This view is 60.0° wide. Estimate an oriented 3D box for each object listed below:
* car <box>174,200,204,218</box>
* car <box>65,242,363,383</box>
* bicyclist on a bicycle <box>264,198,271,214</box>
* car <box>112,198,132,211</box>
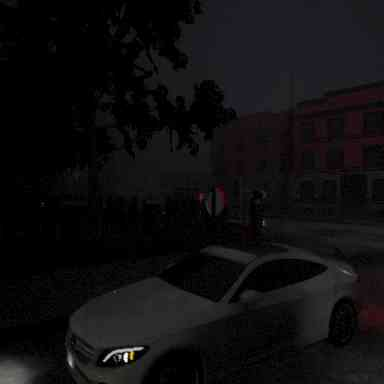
[{"bbox_3d":[-0.279,1.505,28.473,1.837,1.490,4.892,0,0,-35],"label":"car"},{"bbox_3d":[0.642,1.526,4.853,4.674,1.442,1.812,0,0,-34],"label":"car"},{"bbox_3d":[7.151,1.348,32.517,1.656,1.620,0.582,0,0,-35],"label":"bicyclist on a bicycle"},{"bbox_3d":[-8.098,1.478,39.457,1.882,1.535,5.008,0,0,-35],"label":"car"}]
